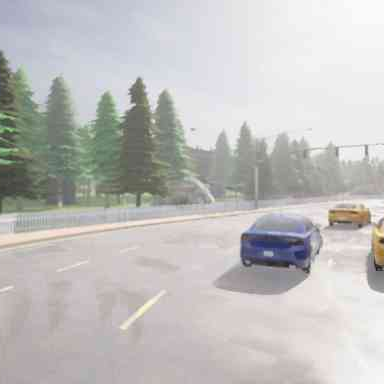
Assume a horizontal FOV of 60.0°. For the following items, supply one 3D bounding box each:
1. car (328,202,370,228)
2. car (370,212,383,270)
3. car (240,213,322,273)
[{"bbox_3d":[10.430,1.393,21.891,1.882,1.535,5.008,0,0,36],"label":"car"},{"bbox_3d":[6.719,1.443,10.364,1.882,1.535,5.008,0,1,28],"label":"car"},{"bbox_3d":[3.038,1.425,10.793,1.882,1.535,5.008,1,1,25],"label":"car"}]
